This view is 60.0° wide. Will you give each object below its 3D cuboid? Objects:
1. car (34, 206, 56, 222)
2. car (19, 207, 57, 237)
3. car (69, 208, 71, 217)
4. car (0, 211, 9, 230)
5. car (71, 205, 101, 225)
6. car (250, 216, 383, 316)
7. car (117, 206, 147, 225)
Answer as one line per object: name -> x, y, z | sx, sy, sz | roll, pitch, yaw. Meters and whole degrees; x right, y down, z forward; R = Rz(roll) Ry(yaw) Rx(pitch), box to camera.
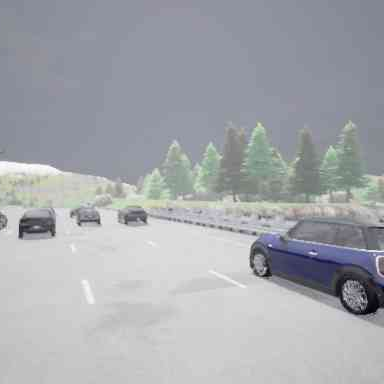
car -> -15.586, 2.310, 35.438 | 2.033, 1.411, 5.357 | 0, -1, -22
car -> -9.480, 1.838, 20.570 | 1.882, 1.535, 5.008 | 0, -1, -22
car -> -13.814, 2.364, 40.354 | 1.812, 1.442, 4.674 | 0, -1, -22
car -> -15.054, 2.080, 24.928 | 2.033, 1.411, 5.357 | 0, -1, -22
car -> -9.068, 2.063, 28.777 | 2.033, 1.411, 5.357 | 0, -1, -22
car -> 3.278, 1.371, 7.931 | 2.097, 1.767, 4.553 | 0, -1, -22
car -> -5.186, 1.952, 28.537 | 1.837, 1.490, 4.892 | 0, -1, -22
